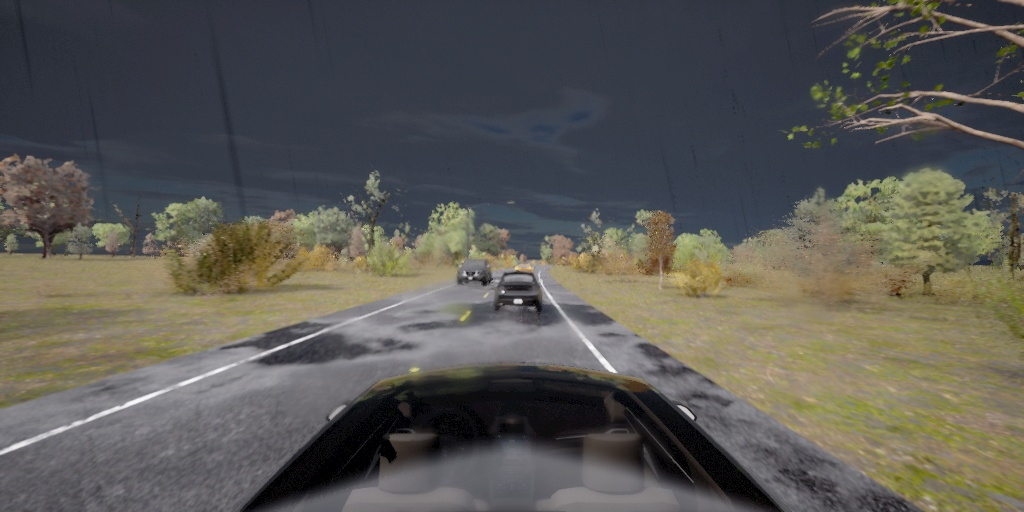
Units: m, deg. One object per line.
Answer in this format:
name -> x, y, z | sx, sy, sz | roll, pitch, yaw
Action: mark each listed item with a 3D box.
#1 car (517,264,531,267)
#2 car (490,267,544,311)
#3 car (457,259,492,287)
car -> 1.248, 1.611, 37.799 | 1.882, 1.535, 5.008 | 0, -1, 3
car -> 0.287, 1.399, 15.375 | 1.837, 1.490, 4.892 | 0, 0, 2
car -> -2.843, 1.250, 28.262 | 2.150, 2.045, 5.566 | 0, -1, 3
